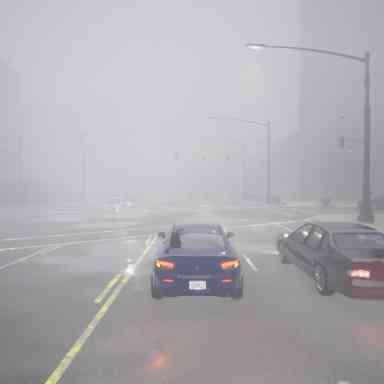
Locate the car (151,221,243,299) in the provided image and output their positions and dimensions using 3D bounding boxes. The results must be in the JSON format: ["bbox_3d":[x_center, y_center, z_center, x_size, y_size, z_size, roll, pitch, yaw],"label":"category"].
[{"bbox_3d":[0.104,1.440,8.126,1.812,1.442,4.674,0,1,0],"label":"car"}]

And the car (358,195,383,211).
[{"bbox_3d":[19.005,1.012,32.761,5.008,1.535,1.882,0,1,1],"label":"car"}]

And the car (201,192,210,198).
[{"bbox_3d":[3.430,0.804,86.277,2.033,1.411,5.357,0,0,0],"label":"car"}]

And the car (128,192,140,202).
[{"bbox_3d":[-10.605,0.845,55.922,2.128,1.511,4.902,0,0,0],"label":"car"}]

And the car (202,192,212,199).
[{"bbox_3d":[3.439,0.846,76.324,1.994,1.385,4.181,0,0,0],"label":"car"}]

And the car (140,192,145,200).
[{"bbox_3d":[-10.577,0.801,66.075,1.882,1.535,5.008,0,0,0],"label":"car"}]

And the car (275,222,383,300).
[{"bbox_3d":[3.603,1.461,8.396,2.033,1.411,5.357,0,1,0],"label":"car"}]

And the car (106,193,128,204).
[{"bbox_3d":[-10.605,0.933,46.143,1.812,1.442,4.674,0,0,0],"label":"car"}]

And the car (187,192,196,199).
[{"bbox_3d":[-0.061,0.773,75.024,1.882,1.535,5.008,0,0,0],"label":"car"}]
